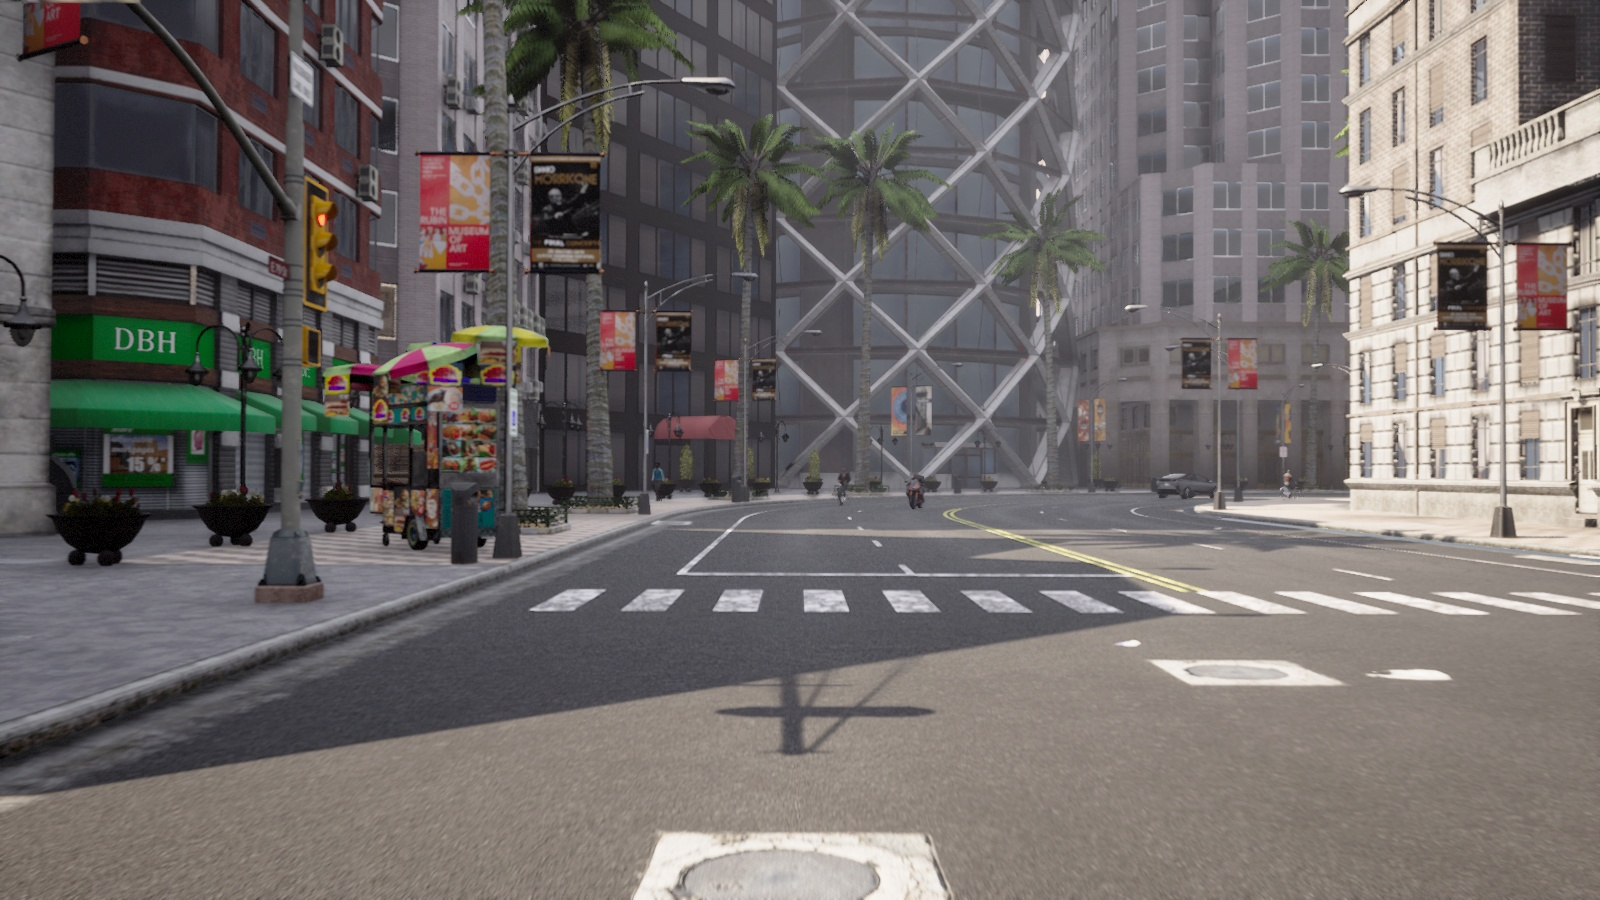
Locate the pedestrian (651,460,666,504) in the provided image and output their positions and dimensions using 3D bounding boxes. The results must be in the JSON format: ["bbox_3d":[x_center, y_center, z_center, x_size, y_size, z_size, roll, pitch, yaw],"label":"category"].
[{"bbox_3d":[-6.328,1.436,56.122,0.396,1.930,0.692,-1,-1,22],"label":"pedestrian"}]

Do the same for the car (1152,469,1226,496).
[{"bbox_3d":[23.176,1.920,74.725,4.514,1.525,2.007,1,-1,-38],"label":"car"}]

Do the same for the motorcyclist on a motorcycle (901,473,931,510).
[{"bbox_3d":[4.855,1.709,52.481,0.866,1.530,2.191,0,-1,15],"label":"motorcyclist on a motorcycle"}]
